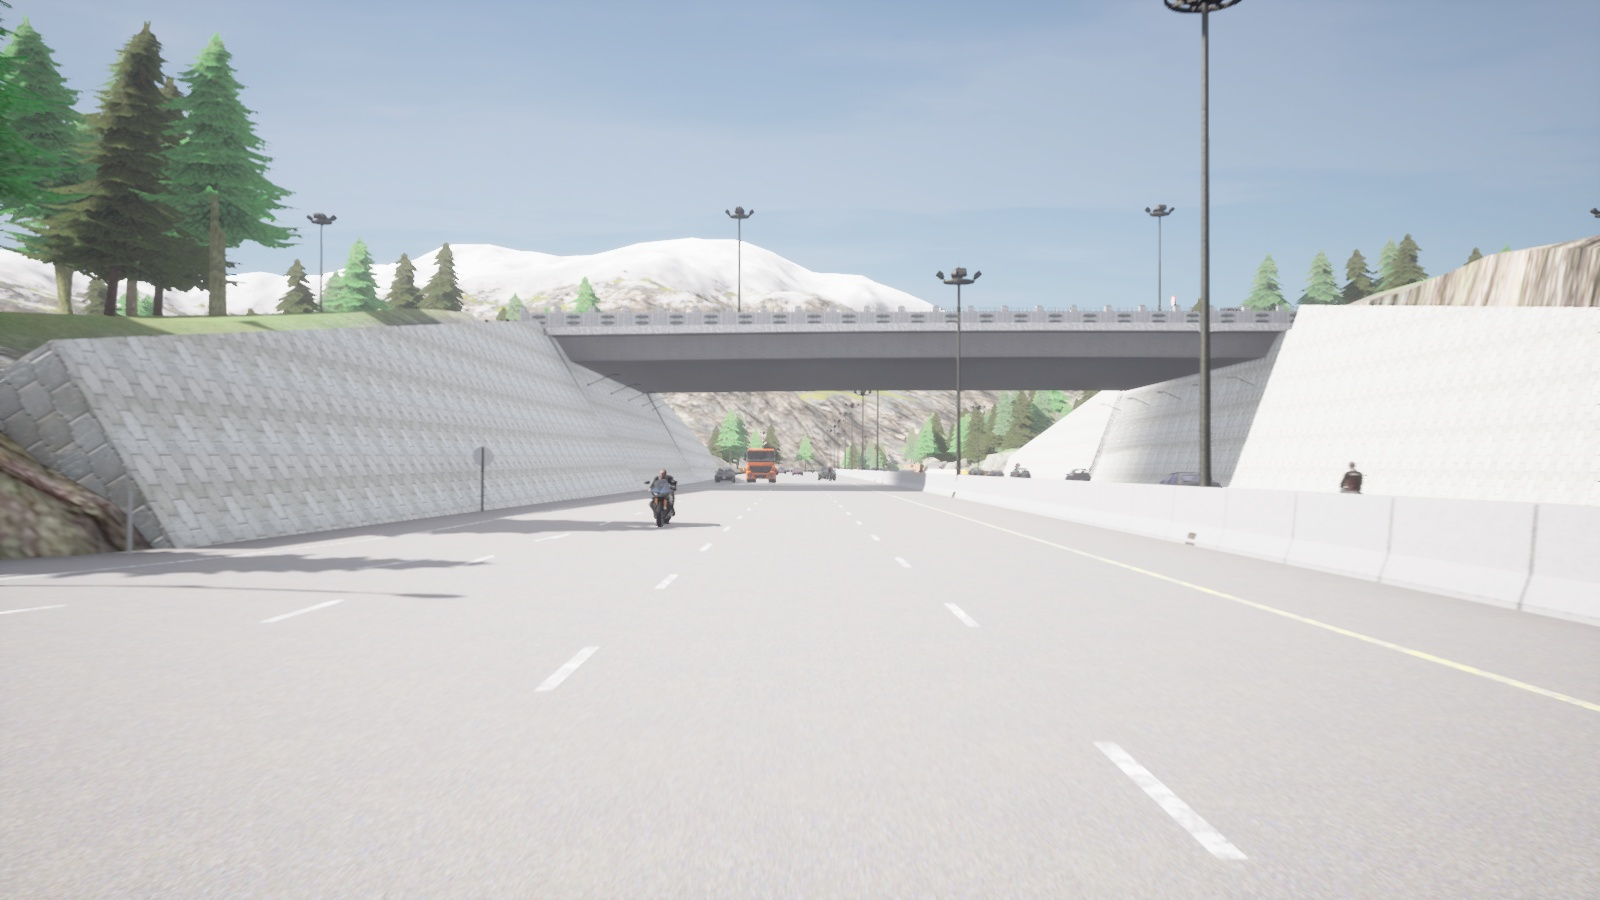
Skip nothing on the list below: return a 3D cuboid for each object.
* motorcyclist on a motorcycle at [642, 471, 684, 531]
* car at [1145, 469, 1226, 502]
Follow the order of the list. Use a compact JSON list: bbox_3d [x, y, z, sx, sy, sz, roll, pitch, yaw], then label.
[{"bbox_3d":[-3.578,1.311,33.062,0.866,1.530,2.191,0,-1,0],"label":"motorcyclist on a motorcycle"},{"bbox_3d":[17.366,1.565,56.871,2.033,1.411,5.357,0,-1,0],"label":"car"}]
